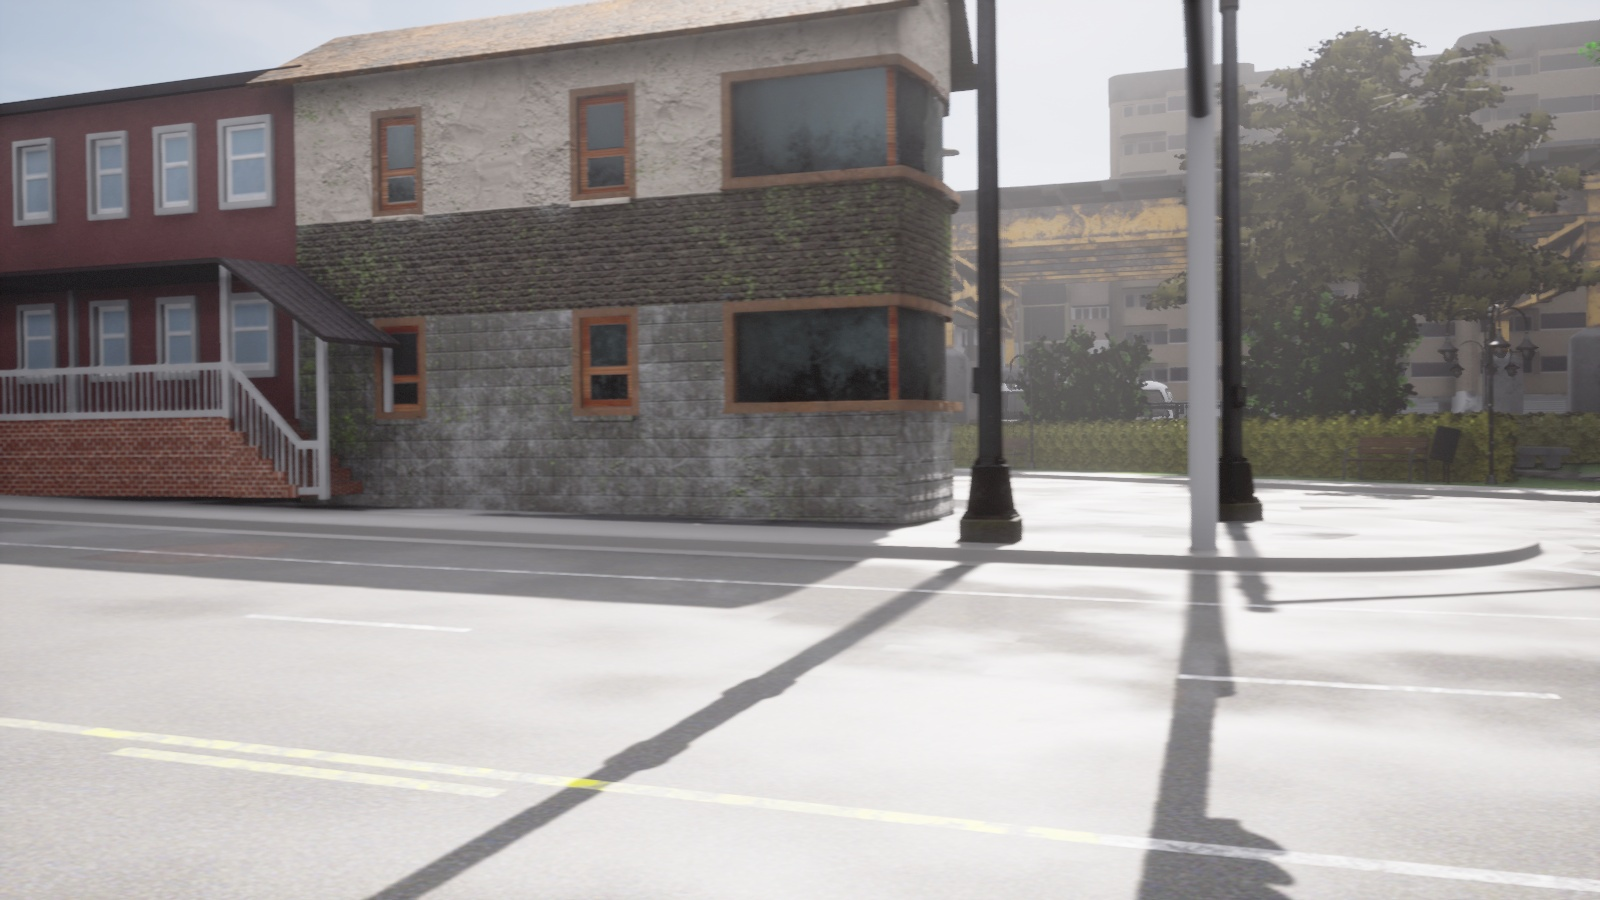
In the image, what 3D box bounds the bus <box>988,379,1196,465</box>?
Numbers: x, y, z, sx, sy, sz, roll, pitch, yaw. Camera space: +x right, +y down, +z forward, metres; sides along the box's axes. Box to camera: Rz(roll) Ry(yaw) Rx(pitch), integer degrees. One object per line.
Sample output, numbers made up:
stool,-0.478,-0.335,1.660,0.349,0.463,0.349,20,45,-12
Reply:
bus,15.340,-1.405,65.803,10.273,4.253,3.944,0,1,19
